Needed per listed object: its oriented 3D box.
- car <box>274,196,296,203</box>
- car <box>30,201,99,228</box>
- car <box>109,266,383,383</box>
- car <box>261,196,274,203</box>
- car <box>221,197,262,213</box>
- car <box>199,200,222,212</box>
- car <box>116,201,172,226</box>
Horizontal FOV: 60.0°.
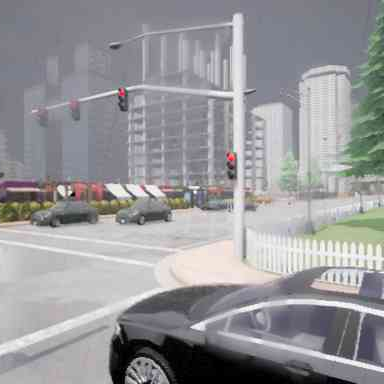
[{"bbox_3d":[14.849,1.282,51.871,1.812,1.442,4.674,0,0,34],"label":"car"},{"bbox_3d":[-8.832,1.473,23.239,2.097,1.767,4.553,0,0,34],"label":"car"},{"bbox_3d":[1.299,1.495,3.065,4.902,1.511,2.128,0,0,35],"label":"car"},{"bbox_3d":[11.948,1.256,53.830,1.882,1.535,5.008,0,0,34],"label":"car"},{"bbox_3d":[5.918,1.649,38.813,2.033,1.411,5.357,0,0,34],"label":"car"},{"bbox_3d":[3.027,1.670,40.785,2.033,1.411,5.357,0,0,34],"label":"car"},{"bbox_3d":[-3.518,1.452,24.848,2.097,1.767,4.553,0,0,34],"label":"car"}]
